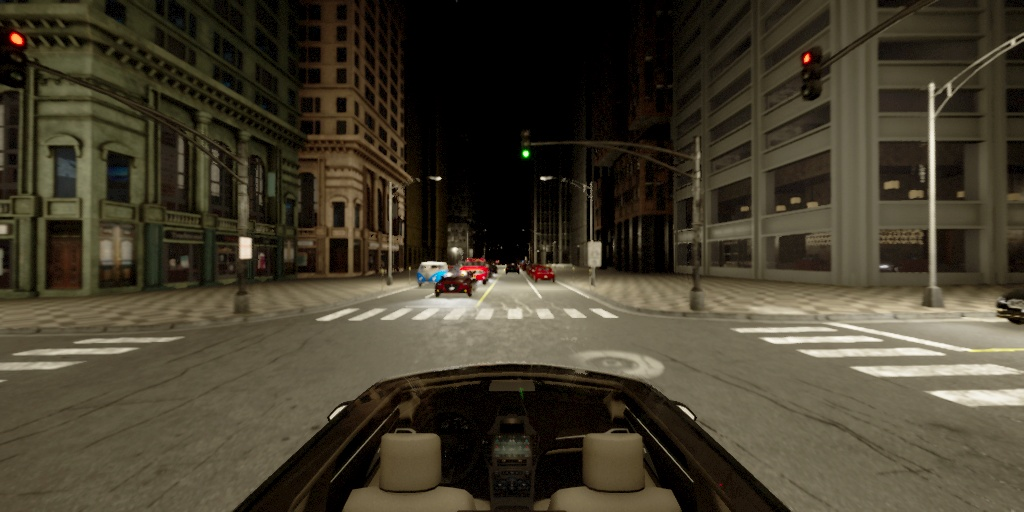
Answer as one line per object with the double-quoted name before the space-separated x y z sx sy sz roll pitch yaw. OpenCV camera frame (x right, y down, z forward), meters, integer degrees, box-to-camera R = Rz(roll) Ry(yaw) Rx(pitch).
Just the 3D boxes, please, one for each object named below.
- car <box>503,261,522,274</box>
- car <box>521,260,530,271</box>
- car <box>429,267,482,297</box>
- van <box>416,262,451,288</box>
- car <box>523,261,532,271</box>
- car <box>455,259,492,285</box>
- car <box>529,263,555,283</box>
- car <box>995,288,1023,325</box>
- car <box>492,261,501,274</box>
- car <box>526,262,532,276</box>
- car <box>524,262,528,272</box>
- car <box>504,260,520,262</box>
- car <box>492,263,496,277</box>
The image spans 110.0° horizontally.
"car" 0.094 1.803 49.745 1.994 1.385 4.181 0 -1 1
"car" 2.778 1.887 59.532 1.888 1.381 4.507 0 0 0
"car" -3.089 1.501 20.510 1.994 1.385 4.181 0 -1 1
"van" -5.774 1.337 26.400 1.690 1.789 3.998 0 0 0
"car" 2.780 1.751 48.651 1.751 1.417 4.829 0 0 0
"car" -3.098 1.256 30.139 2.150 2.045 5.566 0 -1 0
"car" 2.782 1.598 31.906 1.888 1.381 4.507 0 0 0
"car" 14.912 1.038 8.677 4.892 1.490 1.837 -1 0 0
"car" -3.030 1.806 50.022 1.994 1.385 4.181 0 -1 2
"car" 2.781 1.655 37.431 1.888 1.381 4.507 0 0 0
"car" 2.781 1.713 42.956 1.888 1.381 4.507 0 0 0
"car" 0.007 1.842 61.609 1.882 1.535 5.008 0 -1 0
"car" -3.081 1.737 39.942 1.895 1.301 4.718 0 -1 0
